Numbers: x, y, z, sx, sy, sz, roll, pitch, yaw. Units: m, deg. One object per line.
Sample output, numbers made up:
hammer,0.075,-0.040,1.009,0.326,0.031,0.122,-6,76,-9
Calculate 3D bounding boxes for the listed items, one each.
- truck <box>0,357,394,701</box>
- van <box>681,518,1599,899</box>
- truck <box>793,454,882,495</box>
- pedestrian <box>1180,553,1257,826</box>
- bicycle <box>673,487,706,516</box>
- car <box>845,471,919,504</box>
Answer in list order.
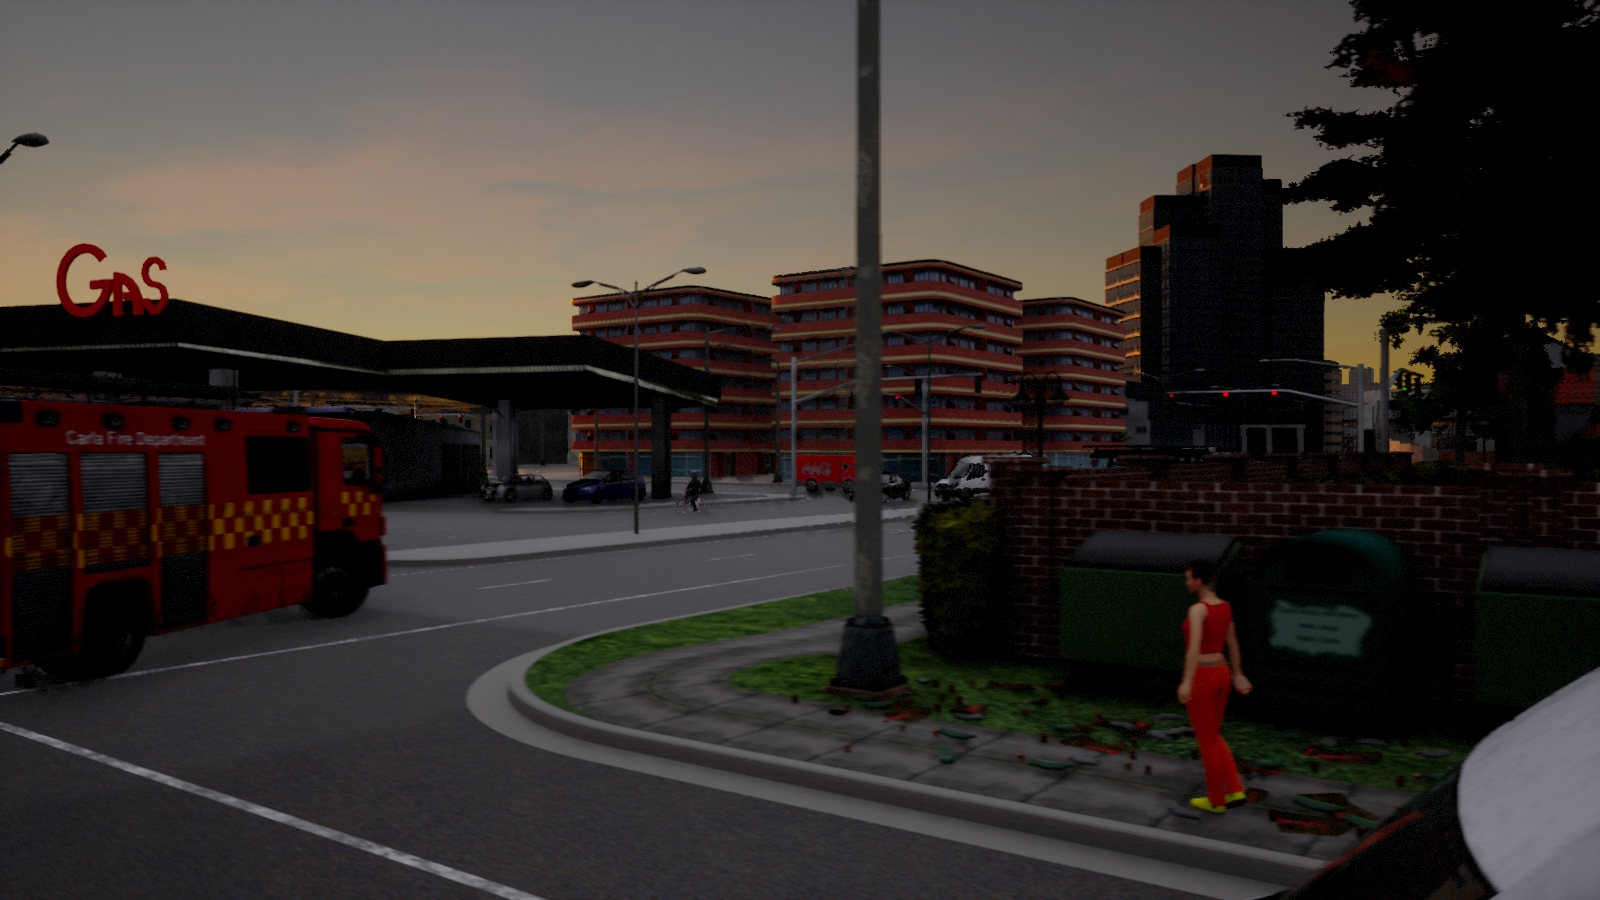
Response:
truck,-9.597,0.891,17.124,2.891,3.827,8.468,0,0,9
van,2.709,1.533,1.881,5.915,2.561,1.988,0,0,35
truck,2.419,1.556,74.355,5.204,2.467,2.627,1,1,34
pedestrian,3.023,1.696,8.248,0.375,1.860,0.375,0,0,-36
bicycle,-4.714,2.199,48.881,0.329,1.196,1.835,0,0,34
car,4.504,1.984,62.007,2.097,1.638,5.238,0,0,28
